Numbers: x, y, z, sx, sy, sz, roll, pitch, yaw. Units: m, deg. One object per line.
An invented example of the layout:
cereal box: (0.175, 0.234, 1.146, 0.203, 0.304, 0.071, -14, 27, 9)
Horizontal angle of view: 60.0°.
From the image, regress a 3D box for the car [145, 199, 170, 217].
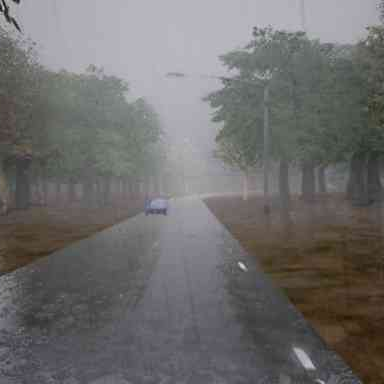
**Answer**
car: (-3.100, 1.345, 30.334, 1.882, 1.535, 5.008, 0, 0, 0)
